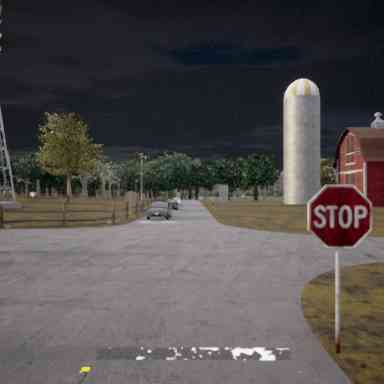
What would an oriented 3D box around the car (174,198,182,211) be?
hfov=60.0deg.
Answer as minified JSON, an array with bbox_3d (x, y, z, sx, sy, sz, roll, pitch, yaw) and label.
[{"bbox_3d":[-2.697,1.649,43.104,2.033,1.411,5.357,0,0,0],"label":"car"}]

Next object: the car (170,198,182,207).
[{"bbox_3d":[-2.625,1.714,56.430,1.812,1.442,4.674,0,0,1],"label":"car"}]

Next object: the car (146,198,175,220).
[{"bbox_3d":[-2.784,1.549,29.150,1.837,1.490,4.892,0,0,1],"label":"car"}]
